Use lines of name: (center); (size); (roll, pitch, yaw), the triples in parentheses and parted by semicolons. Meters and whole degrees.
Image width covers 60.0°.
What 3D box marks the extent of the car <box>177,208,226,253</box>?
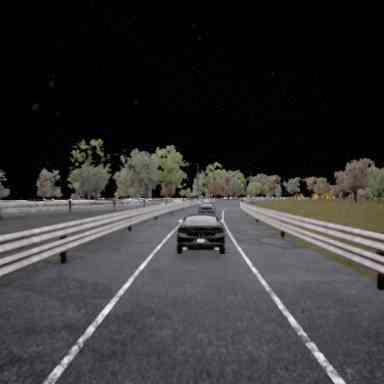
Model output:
car: (0.410, 1.662, 14.579); (1.882, 1.535, 5.008); (0, -1, 2)

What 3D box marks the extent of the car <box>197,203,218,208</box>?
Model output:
car: (1.593, 1.939, 34.619); (1.837, 1.490, 4.892); (0, -1, 5)
